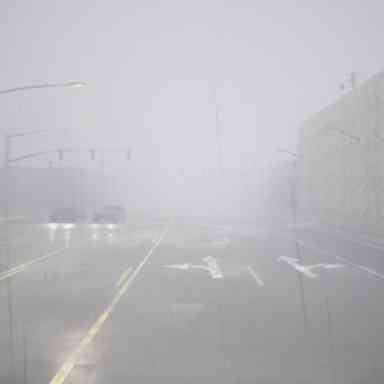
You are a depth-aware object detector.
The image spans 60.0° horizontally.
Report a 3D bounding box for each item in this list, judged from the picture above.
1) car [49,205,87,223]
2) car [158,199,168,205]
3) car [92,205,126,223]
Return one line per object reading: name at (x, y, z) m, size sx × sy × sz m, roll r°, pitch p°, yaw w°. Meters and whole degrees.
car at (-10.501, 1.833, 28.447) m, size 1.994 × 1.385 × 4.181 m, roll 0°, pitch -1°, yaw 0°
car at (-6.987, 2.307, 80.370) m, size 1.994 × 1.385 × 4.181 m, roll 0°, pitch -1°, yaw 0°
car at (-6.996, 1.817, 28.747) m, size 2.033 × 1.411 × 5.357 m, roll 0°, pitch -1°, yaw 0°
